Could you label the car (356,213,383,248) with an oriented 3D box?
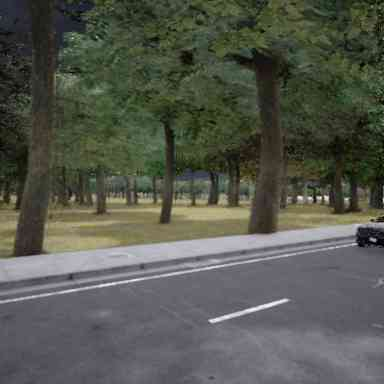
[{"bbox_3d":[8.859,1.540,13.986,5.008,1.535,1.882,0,0,-35],"label":"car"}]
